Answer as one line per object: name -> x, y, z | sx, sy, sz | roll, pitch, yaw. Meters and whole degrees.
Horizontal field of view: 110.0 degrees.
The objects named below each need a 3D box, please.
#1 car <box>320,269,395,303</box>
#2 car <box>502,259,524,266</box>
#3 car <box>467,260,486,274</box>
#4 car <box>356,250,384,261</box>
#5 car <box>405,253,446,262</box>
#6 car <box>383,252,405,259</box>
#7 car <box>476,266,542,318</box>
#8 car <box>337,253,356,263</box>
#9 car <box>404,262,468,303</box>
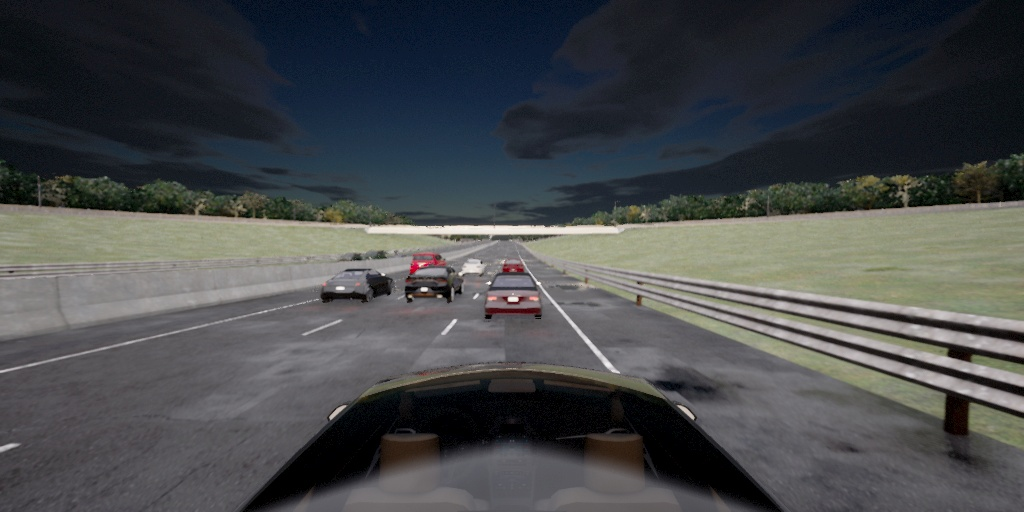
car -> -6.911, 1.264, 16.473 | 1.994, 1.385, 4.181 | 0, 0, 0
car -> 0.115, 0.981, 32.793 | 1.882, 1.535, 5.008 | 0, 1, 0
car -> -3.389, 1.036, 32.339 | 1.812, 1.442, 4.674 | 0, 1, 0
car -> -20.992, 0.170, 54.571 | 2.150, 2.045, 5.566 | 0, 2, 1
car -> -6.901, 0.770, 30.126 | 2.150, 2.045, 5.566 | 0, 1, 1
car -> -17.495, 0.428, 55.060 | 2.128, 1.511, 4.902 | 0, 2, 0
car -> 0.057, 1.269, 12.730 | 2.033, 1.411, 5.357 | 0, 0, 1
car -> -24.495, 0.310, 54.294 | 2.097, 1.767, 4.553 | 0, 2, 0
car -> -3.411, 1.180, 16.482 | 1.882, 1.535, 5.008 | 0, -1, 0
